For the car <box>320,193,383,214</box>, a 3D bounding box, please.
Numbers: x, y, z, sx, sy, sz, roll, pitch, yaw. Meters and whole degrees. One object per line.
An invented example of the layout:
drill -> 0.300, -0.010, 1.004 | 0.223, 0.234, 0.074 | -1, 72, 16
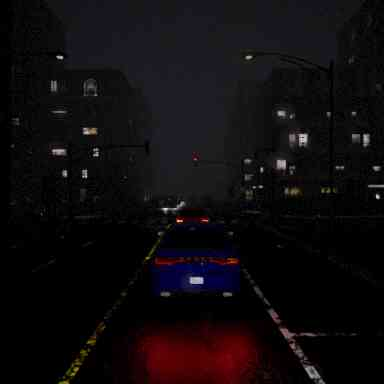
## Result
car -> 14.664, 1.029, 29.778 | 5.009, 1.841, 2.192 | -1, 1, -1

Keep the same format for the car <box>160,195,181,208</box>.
car -> -3.130, 1.560, 49.190 | 2.033, 1.411, 5.357 | 0, 0, -1

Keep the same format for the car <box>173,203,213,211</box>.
car -> 0.080, 1.526, 17.931 | 1.812, 1.442, 4.674 | 0, 0, 1

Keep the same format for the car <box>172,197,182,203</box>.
car -> -3.081, 1.626, 68.180 | 1.895, 1.301, 4.718 | 0, 0, 0

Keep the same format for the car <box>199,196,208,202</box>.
car -> 2.614, 1.612, 74.560 | 1.802, 1.307, 4.206 | 0, 0, 0

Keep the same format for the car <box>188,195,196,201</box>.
car -> -0.092, 1.570, 90.509 | 2.128, 1.511, 4.902 | 0, 0, 0

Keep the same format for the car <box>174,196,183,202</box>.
car -> -3.082, 1.621, 78.519 | 1.895, 1.301, 4.718 | 0, 0, 0

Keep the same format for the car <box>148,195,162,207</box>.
car -> -5.743, 1.580, 51.819 | 1.947, 1.339, 4.313 | 0, 0, 0

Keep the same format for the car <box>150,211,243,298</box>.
car -> 0.094, 1.477, 8.590 | 1.882, 1.535, 5.008 | 0, 0, 0

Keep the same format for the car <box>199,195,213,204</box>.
car -> 2.630, 1.458, 57.512 | 1.967, 1.590, 4.097 | 0, 0, 0

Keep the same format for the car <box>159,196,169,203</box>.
car -> -5.761, 1.551, 68.697 | 1.752, 1.417, 4.829 | 0, 0, 0

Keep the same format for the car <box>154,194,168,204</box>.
car -> -5.756, 1.336, 63.184 | 2.192, 1.841, 5.009 | 0, 0, 0

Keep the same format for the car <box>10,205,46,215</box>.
car -> -16.708, 1.888, 32.080 | 4.718, 1.301, 1.895 | -1, 0, -1

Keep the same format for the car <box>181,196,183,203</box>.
car -> -3.139, 1.370, 58.672 | 2.097, 1.767, 4.553 | 0, 0, 0

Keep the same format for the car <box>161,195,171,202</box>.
car -> -5.767, 1.470, 74.549 | 1.967, 1.590, 4.097 | 0, 0, 0

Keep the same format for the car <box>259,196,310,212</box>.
car -> 9.610, 1.301, 35.537 | 4.892, 1.490, 1.837 | -1, 0, -1

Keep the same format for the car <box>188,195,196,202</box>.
car -> -0.080, 1.510, 77.620 | 1.882, 1.535, 5.008 | 0, 0, 0

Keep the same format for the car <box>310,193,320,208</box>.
car -> 14.521, 1.015, 38.156 | 5.009, 1.841, 2.192 | -1, 1, -1

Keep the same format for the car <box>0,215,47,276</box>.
car -> -5.750, 1.582, 9.796 | 1.802, 1.307, 4.206 | 0, 0, 0

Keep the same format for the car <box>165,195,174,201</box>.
car -> -5.779, 1.480, 85.915 | 1.967, 1.590, 4.097 | 0, 0, 0
